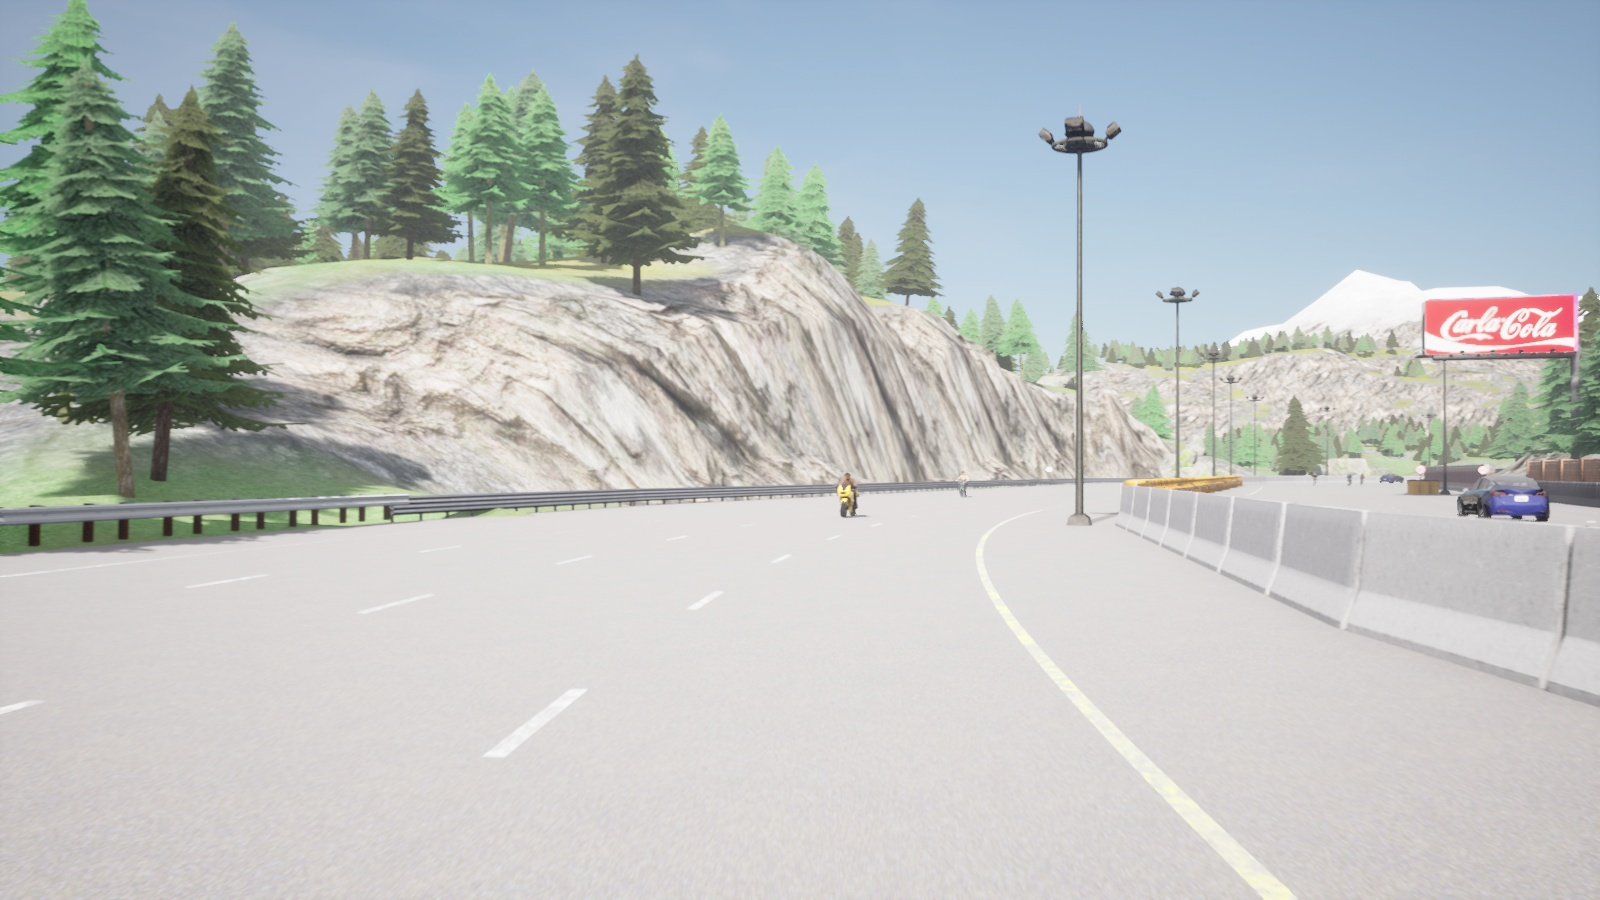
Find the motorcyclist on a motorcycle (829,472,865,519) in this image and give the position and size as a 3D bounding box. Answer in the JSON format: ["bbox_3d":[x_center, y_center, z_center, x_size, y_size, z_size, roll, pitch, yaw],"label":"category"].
[{"bbox_3d":[1.571,1.487,41.600,0.797,1.523,2.044,0,-1,14],"label":"motorcyclist on a motorcycle"}]

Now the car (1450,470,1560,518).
[{"bbox_3d":[23.520,1.434,42.097,2.163,1.488,4.792,0,-1,16],"label":"car"}]
